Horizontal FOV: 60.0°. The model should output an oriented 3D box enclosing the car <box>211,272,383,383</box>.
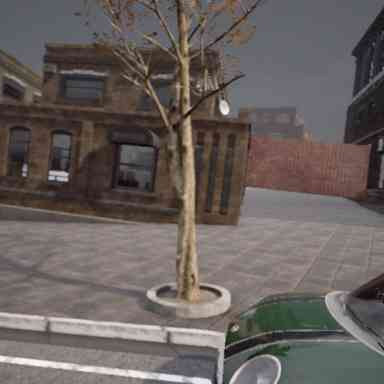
[{"bbox_3d":[2.432,1.413,2.903,4.553,1.767,2.097,1,0,10],"label":"car"}]
